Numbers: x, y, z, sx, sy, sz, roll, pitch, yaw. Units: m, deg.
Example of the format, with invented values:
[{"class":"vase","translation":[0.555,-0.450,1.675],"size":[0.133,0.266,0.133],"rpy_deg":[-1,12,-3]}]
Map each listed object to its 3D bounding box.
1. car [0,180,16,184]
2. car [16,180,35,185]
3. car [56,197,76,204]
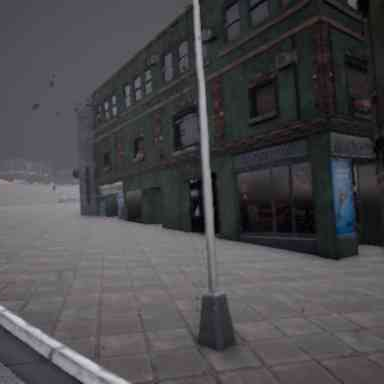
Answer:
[{"class":"car","translation":[-44.708,-2.138,77.872],"size":[2.097,1.535,5.008],"rpy_deg":[-5,-3,24]},{"class":"car","translation":[-42.582,-2.134,82.972],"size":[2.185,1.767,4.553],"rpy_deg":[-5,-3,23]},{"class":"car","translation":[-24.584,1.600,65.055],"size":[1.994,1.385,4.181],"rpy_deg":[-4,-1,16]}]
